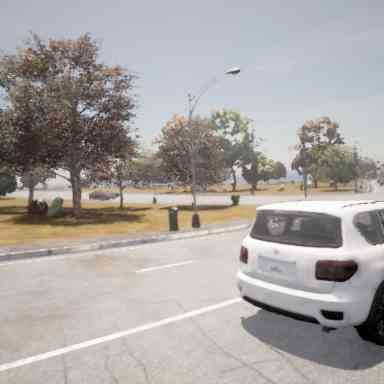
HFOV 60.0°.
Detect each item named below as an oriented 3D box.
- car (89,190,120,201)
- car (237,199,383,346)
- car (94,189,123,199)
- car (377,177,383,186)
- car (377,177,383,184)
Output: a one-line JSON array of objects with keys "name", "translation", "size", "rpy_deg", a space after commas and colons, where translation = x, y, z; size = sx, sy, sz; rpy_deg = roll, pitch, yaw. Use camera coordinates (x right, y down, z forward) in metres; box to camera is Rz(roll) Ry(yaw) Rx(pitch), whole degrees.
[{"name": "car", "translation": [-13.754, 0.473, 51.127], "size": [4.674, 1.442, 1.812], "rpy_deg": [2, 4, 31]}, {"name": "car", "translation": [3.326, 1.154, 6.546], "size": [5.566, 2.045, 2.150], "rpy_deg": [-1, 1, -39]}, {"name": "car", "translation": [-13.918, 0.290, 55.315], "size": [4.718, 1.301, 1.895], "rpy_deg": [2, 4, 31]}, {"name": "car", "translation": [37.285, -1.899, 64.070], "size": [1.837, 1.490, 4.892], "rpy_deg": [-2, 2, 28]}, {"name": "car", "translation": [44.887, -2.738, 78.585], "size": [1.994, 1.385, 4.181], "rpy_deg": [-2, 2, 28]}]
